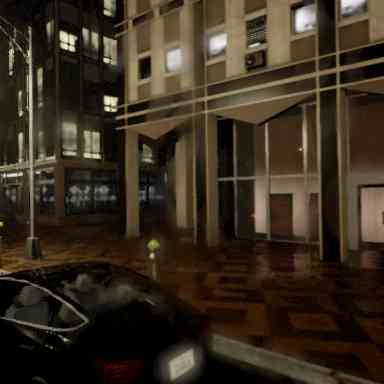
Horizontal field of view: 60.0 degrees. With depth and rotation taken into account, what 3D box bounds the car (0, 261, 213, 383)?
[{"bbox_3d":[-1.757,1.567,4.204,4.313,1.339,1.947,0,-1,37],"label":"car"}]
